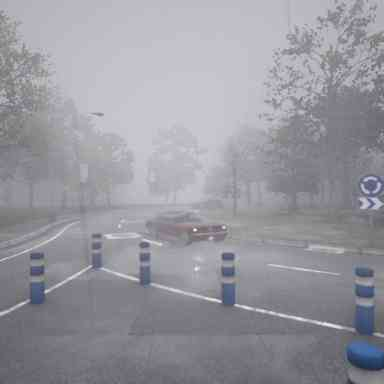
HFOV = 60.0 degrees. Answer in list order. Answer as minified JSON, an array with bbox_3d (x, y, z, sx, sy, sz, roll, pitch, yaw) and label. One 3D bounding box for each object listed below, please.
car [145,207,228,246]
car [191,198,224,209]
[{"bbox_3d":[-0.401,1.572,15.407,1.895,1.301,4.718,-1,0,-32],"label":"car"},{"bbox_3d":[1.863,1.420,39.717,4.181,1.385,1.994,-1,0,-44],"label":"car"}]
